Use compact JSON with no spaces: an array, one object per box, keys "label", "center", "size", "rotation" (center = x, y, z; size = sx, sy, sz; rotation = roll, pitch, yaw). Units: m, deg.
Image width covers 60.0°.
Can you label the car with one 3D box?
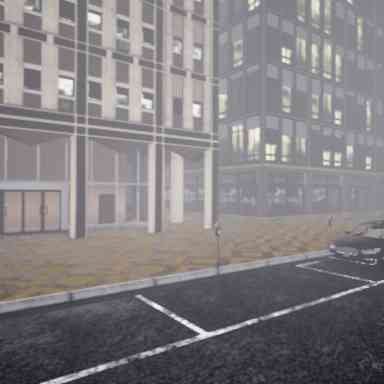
[{"label":"car","center":[6.343,1.650,11.084],"size":[4.403,1.369,2.008],"rotation":[1,-1,-35]}]
